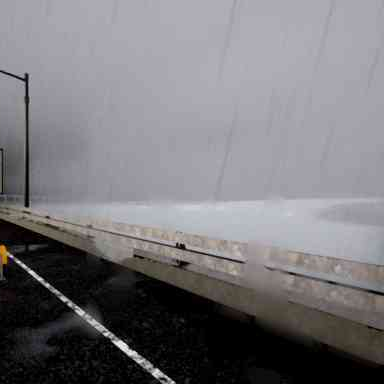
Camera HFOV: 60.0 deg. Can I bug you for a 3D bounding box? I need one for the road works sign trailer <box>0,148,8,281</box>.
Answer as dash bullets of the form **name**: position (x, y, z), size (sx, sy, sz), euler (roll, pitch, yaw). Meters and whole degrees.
- **road works sign trailer**: position (-6.478, 0.467, 8.992), size (2.380, 3.560, 2.880), euler (0, 0, -38)
